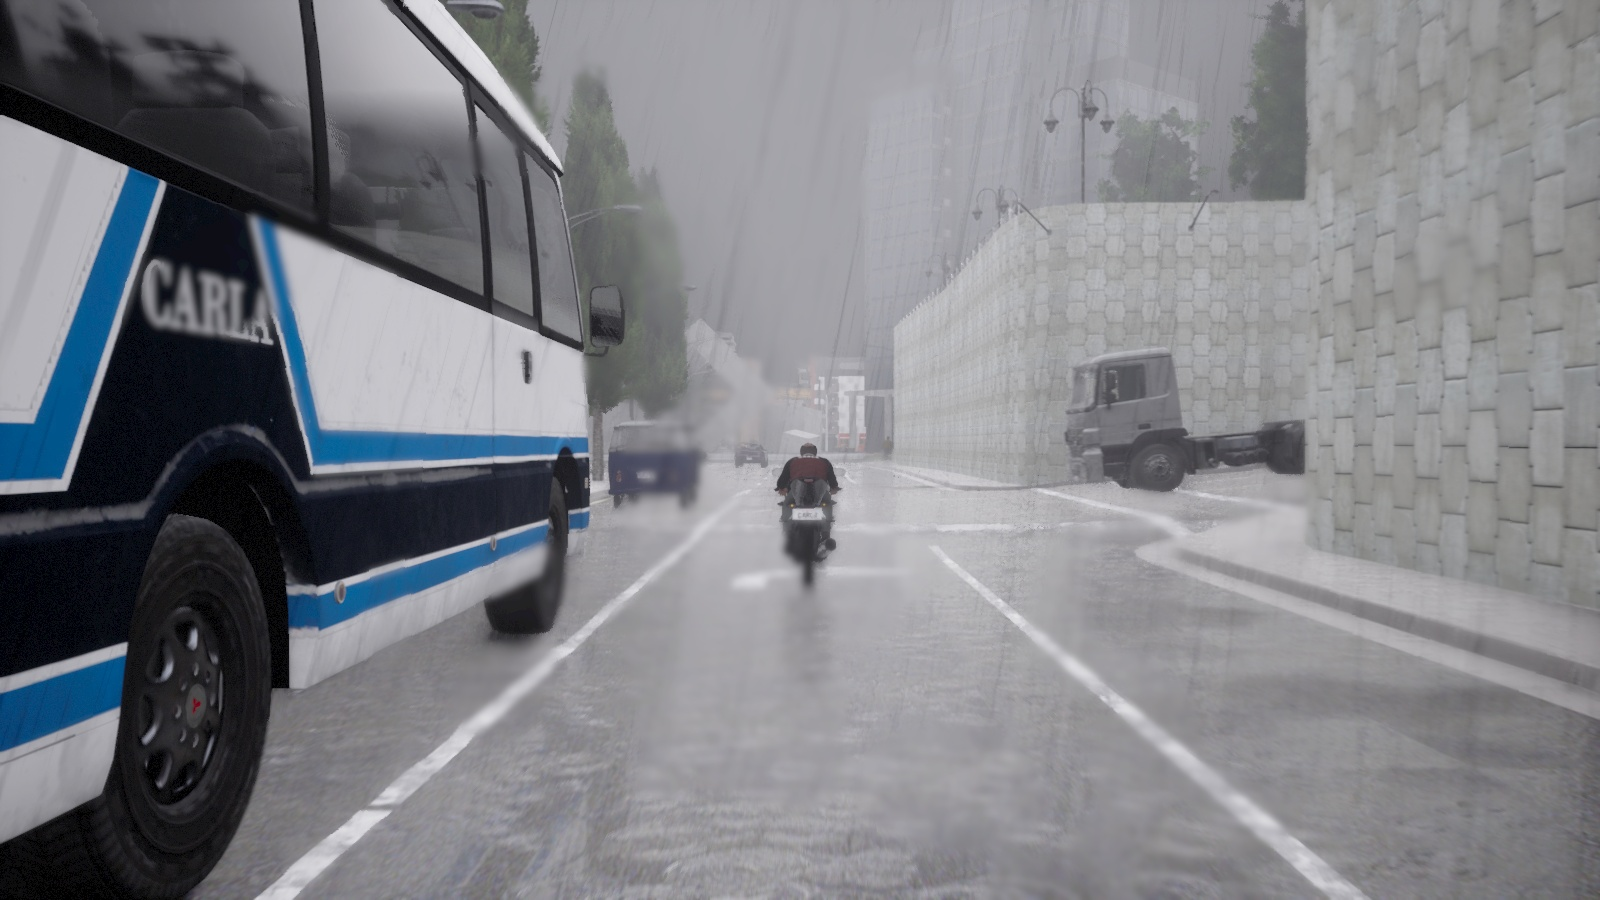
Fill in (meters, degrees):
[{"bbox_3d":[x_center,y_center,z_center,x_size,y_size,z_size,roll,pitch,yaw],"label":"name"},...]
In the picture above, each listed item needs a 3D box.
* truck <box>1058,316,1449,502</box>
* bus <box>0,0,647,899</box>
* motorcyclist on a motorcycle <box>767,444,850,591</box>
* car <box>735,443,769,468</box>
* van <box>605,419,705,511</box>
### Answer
[{"bbox_3d":[10.518,-0.929,29.784,7.936,3.462,2.891,-5,0,2],"label":"truck"},{"bbox_3d":[-3.445,-0.671,6.739,3.944,4.253,10.273,0,0,0],"label":"bus"},{"bbox_3d":[0.098,0.701,14.251,0.866,1.530,2.191,0,0,0],"label":"motorcyclist on a motorcycle"},{"bbox_3d":[-2.944,0.322,77.374,1.816,1.474,4.193,0,0,2],"label":"car"},{"bbox_3d":[-3.320,0.308,29.502,1.775,1.987,4.442,-1,0,0],"label":"van"}]
